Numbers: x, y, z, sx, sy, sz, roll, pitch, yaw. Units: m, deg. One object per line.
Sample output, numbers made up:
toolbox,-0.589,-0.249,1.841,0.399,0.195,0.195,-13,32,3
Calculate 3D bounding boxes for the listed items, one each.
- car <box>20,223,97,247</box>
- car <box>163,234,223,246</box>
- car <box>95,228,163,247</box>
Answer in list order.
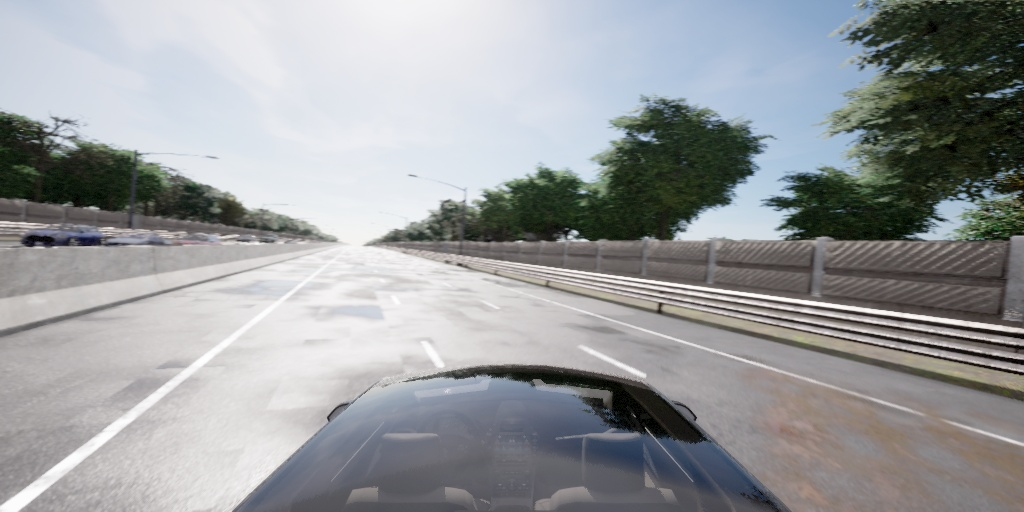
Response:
car,-29.962,-1.416,24.169,2.097,1.767,4.553,5,0,-23
car,-23.569,-0.893,26.968,2.097,1.767,4.553,5,0,-23
car,-27.056,-0.984,26.198,2.033,1.411,5.357,5,0,-23
